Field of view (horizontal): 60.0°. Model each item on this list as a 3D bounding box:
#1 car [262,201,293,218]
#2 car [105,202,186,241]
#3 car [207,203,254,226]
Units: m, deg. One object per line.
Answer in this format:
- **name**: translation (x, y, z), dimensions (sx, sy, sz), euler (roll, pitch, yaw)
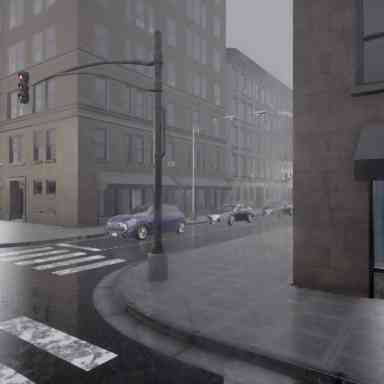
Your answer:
- **car**: translation (8.496, 1.674, 32.719), dimensions (2.128, 1.511, 4.902), euler (0, 0, 36)
- **car**: translation (-2.333, 1.432, 17.530), dimensions (2.097, 1.767, 4.553), euler (0, 0, 36)
- **car**: translation (2.984, 1.622, 24.967), dimensions (2.128, 1.511, 4.902), euler (0, 0, 35)
